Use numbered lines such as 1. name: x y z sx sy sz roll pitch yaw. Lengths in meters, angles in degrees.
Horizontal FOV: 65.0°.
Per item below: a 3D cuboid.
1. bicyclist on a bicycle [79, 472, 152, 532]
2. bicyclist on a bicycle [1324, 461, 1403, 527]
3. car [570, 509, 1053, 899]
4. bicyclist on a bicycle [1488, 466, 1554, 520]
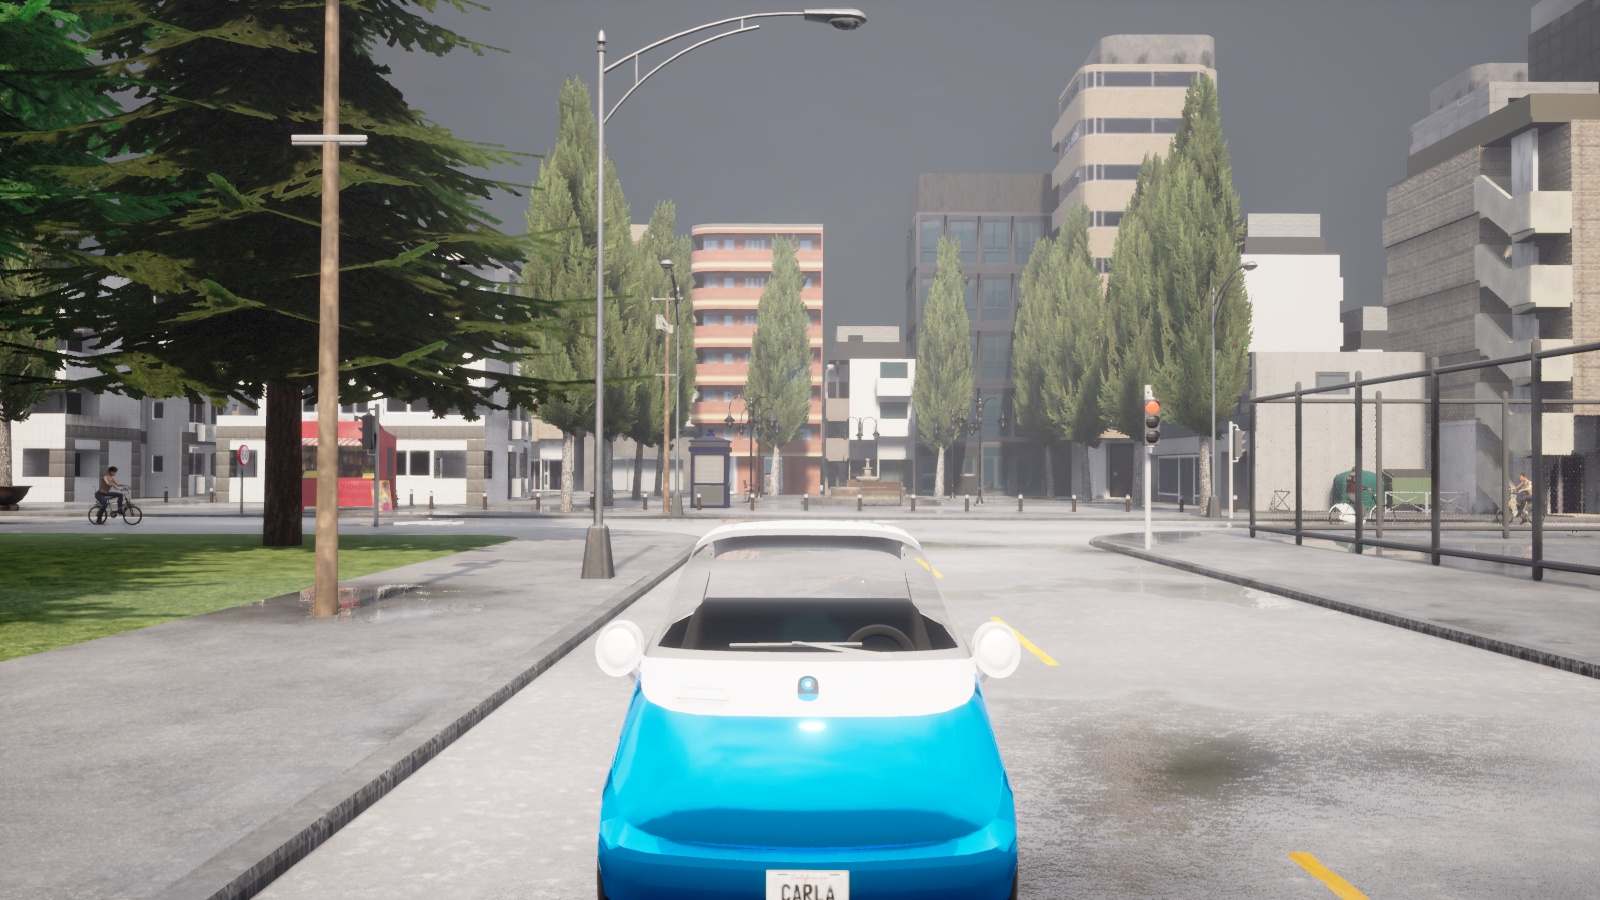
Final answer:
1. bicyclist on a bicycle: -18.738 1.402 34.391 1.509 1.612 0.866 0 -1 1
2. bicyclist on a bicycle: 15.345 1.197 34.202 1.843 1.776 0.659 0 -1 -1
3. car: 0.037 0.953 4.965 1.481 1.376 2.207 0 -1 0
4. bicyclist on a bicycle: 21.948 1.304 38.248 1.509 1.612 0.866 0 -1 0
